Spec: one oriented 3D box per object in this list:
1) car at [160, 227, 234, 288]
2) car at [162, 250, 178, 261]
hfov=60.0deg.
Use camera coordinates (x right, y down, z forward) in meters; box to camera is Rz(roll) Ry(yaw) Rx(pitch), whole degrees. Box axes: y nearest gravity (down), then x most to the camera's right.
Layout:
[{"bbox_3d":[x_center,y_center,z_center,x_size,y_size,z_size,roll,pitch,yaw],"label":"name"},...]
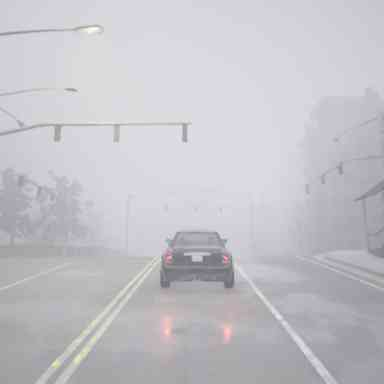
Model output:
[{"bbox_3d":[0.155,1.968,11.192,2.097,1.767,4.553,0,-4,0],"label":"car"},{"bbox_3d":[-3.100,9.039,47.140,1.837,1.490,4.892,0,-12,1],"label":"car"}]
